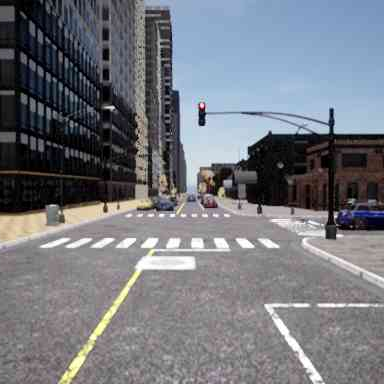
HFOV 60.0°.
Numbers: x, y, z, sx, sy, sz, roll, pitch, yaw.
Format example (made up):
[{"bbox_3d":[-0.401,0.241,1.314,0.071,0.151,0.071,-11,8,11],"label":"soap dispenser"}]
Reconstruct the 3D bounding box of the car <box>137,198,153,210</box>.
[{"bbox_3d":[-5.889,1.514,41.852,1.752,1.417,4.829,-1,0,0],"label":"car"}]

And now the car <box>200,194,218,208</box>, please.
[{"bbox_3d":[2.621,1.428,47.621,1.967,1.590,4.097,-1,0,0],"label":"car"}]

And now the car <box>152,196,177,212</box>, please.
[{"bbox_3d":[-3.146,1.553,39.259,1.994,1.385,4.181,0,0,0],"label":"car"}]

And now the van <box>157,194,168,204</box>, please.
[{"bbox_3d":[-5.748,1.326,64.598,1.690,1.788,3.998,-1,0,0],"label":"van"}]

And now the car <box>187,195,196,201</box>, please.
[{"bbox_3d":[-0.092,1.429,78.961,2.128,1.511,4.902,0,0,0],"label":"car"}]

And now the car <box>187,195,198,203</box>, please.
[{"bbox_3d":[-0.083,1.338,70.147,2.097,1.767,4.553,0,0,0],"label":"car"}]

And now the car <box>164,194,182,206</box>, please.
[{"bbox_3d":[-3.152,1.491,54.805,1.837,1.490,4.892,0,0,0],"label":"car"}]

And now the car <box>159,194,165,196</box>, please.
[{"bbox_3d":[-5.737,1.552,58.955,1.947,1.339,4.313,-1,0,0],"label":"car"}]

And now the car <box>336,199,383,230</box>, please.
[{"bbox_3d":[11.948,1.502,21.588,4.553,1.767,2.097,0,1,-1],"label":"car"}]

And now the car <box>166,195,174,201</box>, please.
[{"bbox_3d":[-5.771,1.507,87.005,1.752,1.417,4.829,-1,0,0],"label":"car"}]

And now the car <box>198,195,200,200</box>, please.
[{"bbox_3d":[2.605,1.301,58.909,2.192,1.841,5.009,-1,0,0],"label":"car"}]
